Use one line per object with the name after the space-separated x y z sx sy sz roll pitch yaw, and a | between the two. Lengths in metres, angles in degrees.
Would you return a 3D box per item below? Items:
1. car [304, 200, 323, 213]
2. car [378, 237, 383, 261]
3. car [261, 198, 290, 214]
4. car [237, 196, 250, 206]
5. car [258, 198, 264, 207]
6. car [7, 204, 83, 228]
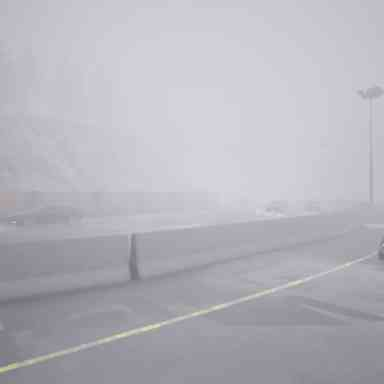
14.192 1.608 38.777 2.033 1.411 5.357 0 0 24 | car
7.680 1.551 10.750 2.033 1.411 5.357 0 0 45 | car
9.788 1.622 37.633 2.033 1.411 5.357 0 0 27 | car
9.249 1.493 59.679 2.097 1.767 4.553 0 0 8 | car
11.301 1.635 51.872 1.812 1.442 4.674 0 0 14 | car
-10.071 1.612 23.112 4.892 1.490 1.837 0 0 -42 | car
